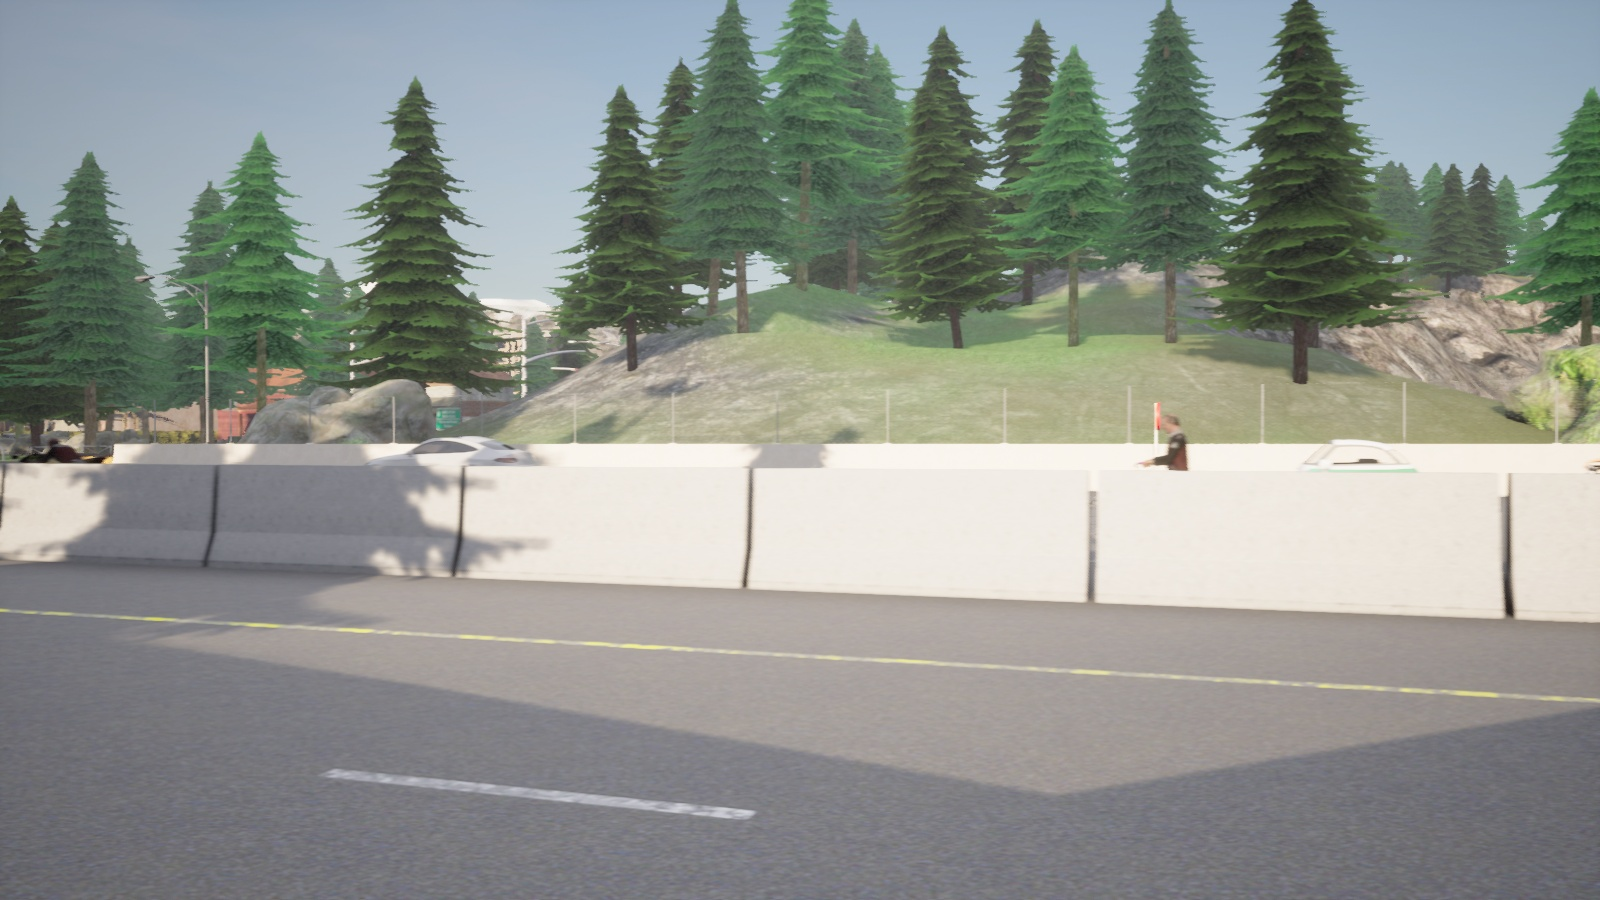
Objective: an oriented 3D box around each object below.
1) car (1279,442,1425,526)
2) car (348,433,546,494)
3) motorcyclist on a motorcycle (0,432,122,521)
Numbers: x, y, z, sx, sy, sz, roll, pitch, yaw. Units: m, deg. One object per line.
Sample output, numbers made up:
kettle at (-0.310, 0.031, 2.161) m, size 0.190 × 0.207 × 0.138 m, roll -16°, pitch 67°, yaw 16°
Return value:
car at (9.648, 0.564, 22.102) m, size 2.207 × 1.376 × 1.481 m, roll 1°, pitch 1°, yaw 19°
car at (-9.005, 0.305, 32.070) m, size 4.674 × 1.442 × 1.812 m, roll 1°, pitch 1°, yaw 19°
motorcyclist on a motorcycle at (-13.326, 0.452, 22.447) m, size 2.191 × 1.530 × 0.866 m, roll 1°, pitch 1°, yaw 19°
